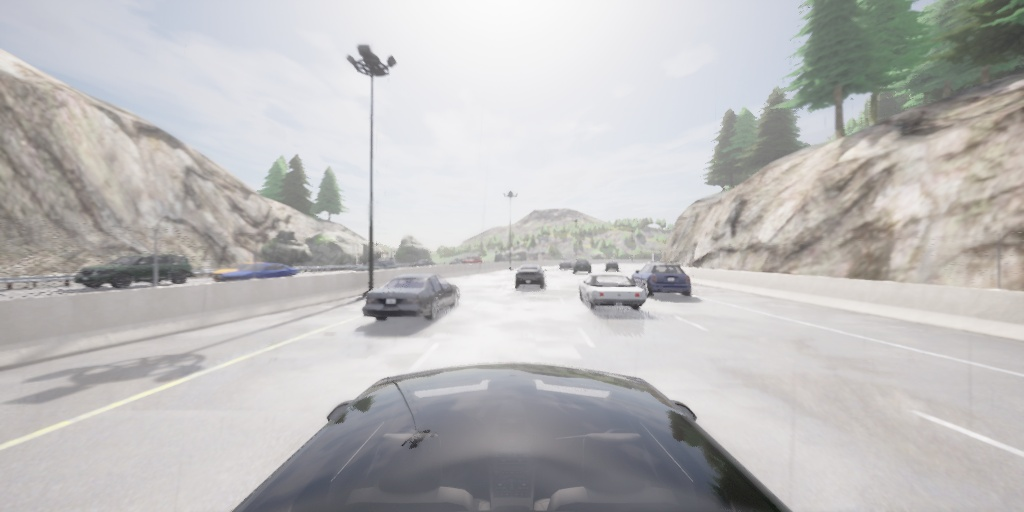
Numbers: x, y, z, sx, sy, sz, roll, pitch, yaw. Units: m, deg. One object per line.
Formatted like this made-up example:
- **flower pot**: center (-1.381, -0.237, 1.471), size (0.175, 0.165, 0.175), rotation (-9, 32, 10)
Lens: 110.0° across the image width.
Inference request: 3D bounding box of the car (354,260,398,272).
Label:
- **car**: center (-11.774, 1.118, 31.388), size (2.097, 1.767, 4.553), rotation (0, 0, 9)

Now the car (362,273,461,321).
- **car**: center (-3.188, 1.308, 12.449), size (2.033, 1.411, 5.357), rotation (0, 0, 4)

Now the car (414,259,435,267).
- **car**: center (-15.163, 1.308, 62.388), size (1.837, 1.490, 4.892), rotation (0, 0, 18)

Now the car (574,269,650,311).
- **car**: center (3.892, 1.398, 14.755), size (1.895, 1.301, 4.718), rotation (0, 0, 4)

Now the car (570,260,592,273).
- **car**: center (8.798, 1.237, 44.356), size (2.097, 1.767, 4.553), rotation (0, 0, 15)

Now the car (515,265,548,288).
- **car**: center (1.330, 1.313, 24.235), size (1.837, 1.490, 4.892), rotation (-1, 0, 8)

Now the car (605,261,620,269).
- **car**: center (14.963, 1.439, 53.358), size (1.837, 1.490, 4.892), rotation (-1, 0, 19)

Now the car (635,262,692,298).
- **car**: center (7.899, 1.176, 19.401), size (2.097, 1.767, 4.553), rotation (0, 0, 6)

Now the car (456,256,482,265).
- **car**: center (-7.241, 1.084, 64.078), size (2.150, 2.045, 5.566), rotation (0, 0, 19)

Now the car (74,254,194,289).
- **car**: center (-23.514, 0.917, 22.745), size (2.150, 2.045, 5.566), rotation (0, 0, 6)

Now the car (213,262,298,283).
- **car**: center (-16.368, 1.206, 23.510), size (1.882, 1.535, 5.008), rotation (0, 0, 7)

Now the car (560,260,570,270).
- **car**: center (8.901, 1.407, 57.227), size (2.128, 1.511, 4.902), rotation (0, 0, 19)
